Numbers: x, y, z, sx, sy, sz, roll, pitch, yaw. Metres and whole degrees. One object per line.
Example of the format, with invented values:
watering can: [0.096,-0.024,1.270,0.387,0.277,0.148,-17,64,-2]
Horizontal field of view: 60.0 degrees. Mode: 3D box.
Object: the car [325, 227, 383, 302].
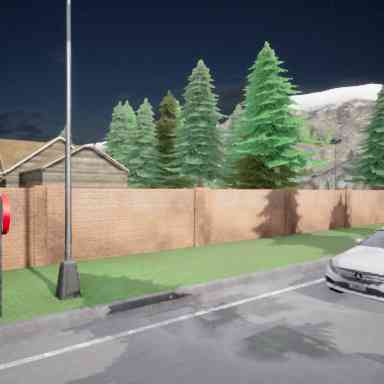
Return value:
car: [5.016,1.525,7.685,4.674,1.442,1.812,0,0,-36]
